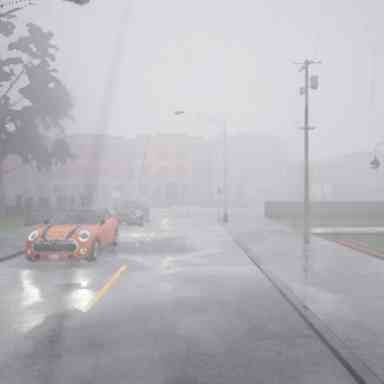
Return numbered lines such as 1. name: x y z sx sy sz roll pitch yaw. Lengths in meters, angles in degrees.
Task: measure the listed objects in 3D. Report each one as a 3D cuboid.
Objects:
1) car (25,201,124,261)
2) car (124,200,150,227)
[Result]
1. car: -4.097 1.340 12.110 2.097 1.767 4.553 0 0 0
2. car: -4.077 1.329 22.362 2.097 1.767 4.553 0 0 0
